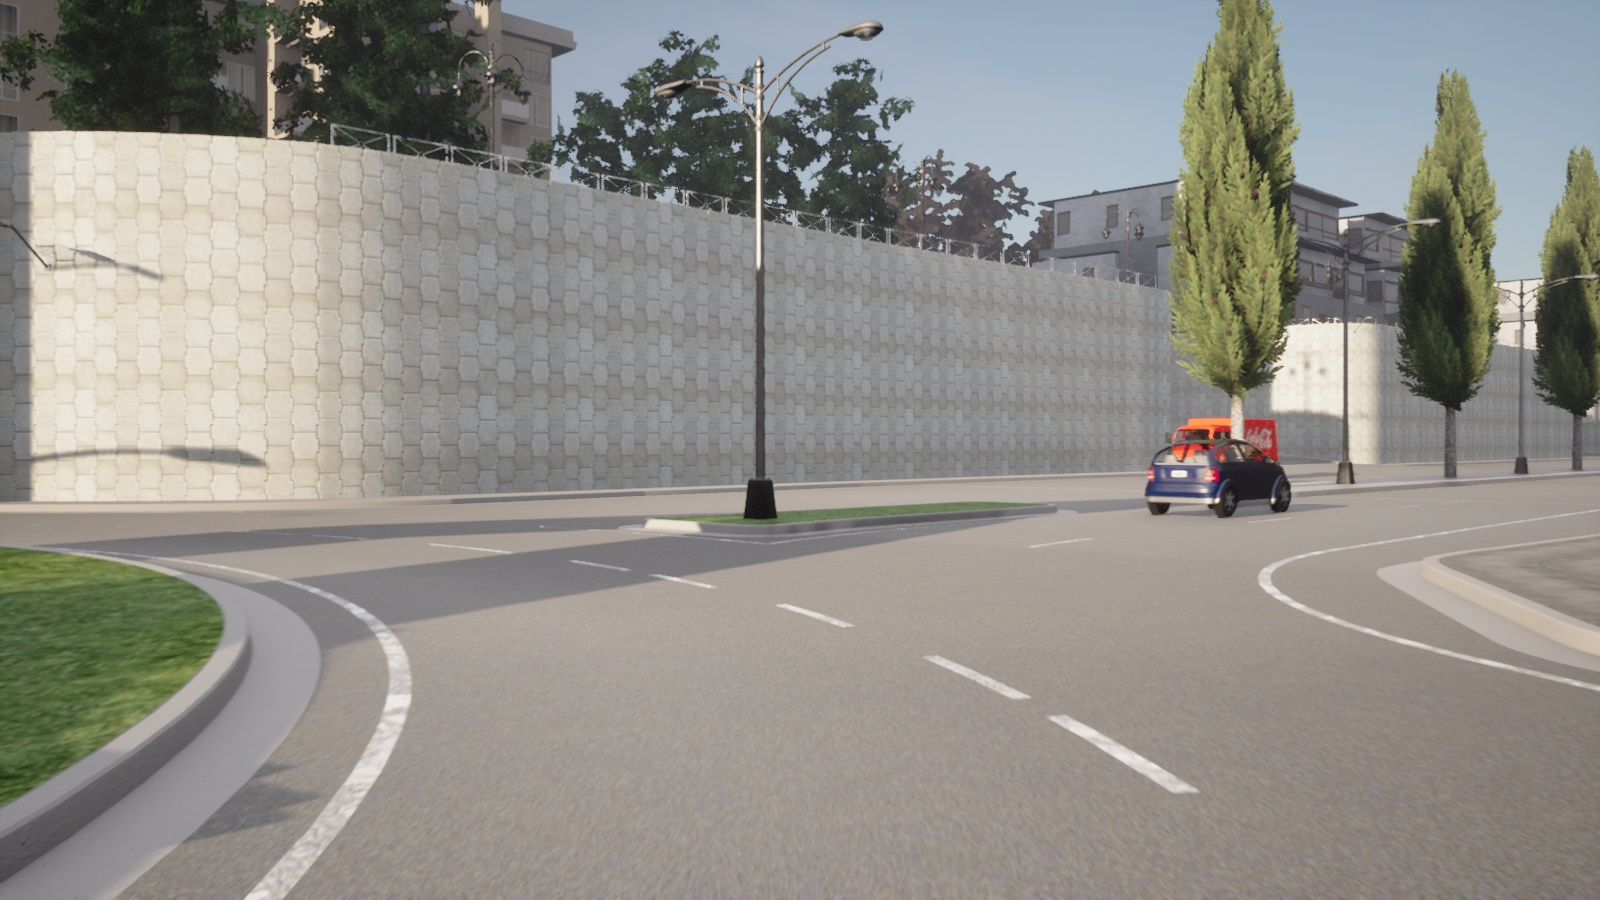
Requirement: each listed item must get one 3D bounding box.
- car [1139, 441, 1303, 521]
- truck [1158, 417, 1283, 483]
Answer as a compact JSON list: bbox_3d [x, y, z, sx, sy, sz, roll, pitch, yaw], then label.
[{"bbox_3d":[8.796,0.581,26.104,1.789,1.549,3.705,0,1,45],"label":"car"},{"bbox_3d":[16.806,-0.017,50.072,5.204,2.467,2.627,0,0,-44],"label":"truck"}]
